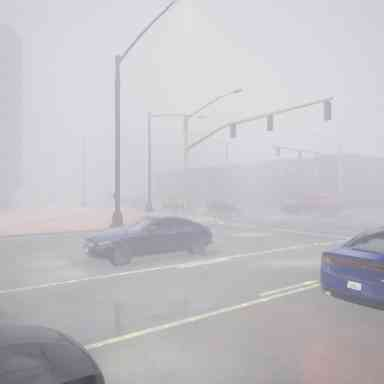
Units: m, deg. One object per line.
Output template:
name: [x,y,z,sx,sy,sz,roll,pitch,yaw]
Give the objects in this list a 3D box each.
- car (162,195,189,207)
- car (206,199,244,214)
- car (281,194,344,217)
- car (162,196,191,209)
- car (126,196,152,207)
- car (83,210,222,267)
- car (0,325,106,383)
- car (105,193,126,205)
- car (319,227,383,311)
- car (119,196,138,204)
car: [-2.652,1.353,51.417,2.097,1.767,4.553,0,0,-35]
car: [3.561,1.491,36.352,2.128,1.511,4.902,0,0,-36]
car: [11.364,1.222,31.569,5.566,2.045,2.150,0,2,34]
car: [-2.035,1.352,44.192,2.097,1.767,4.553,0,0,-35]
car: [-8.021,1.491,52.593,2.128,1.511,4.902,0,0,-35]
car: [-1.359,1.526,11.603,4.674,1.442,1.812,0,0,-35]
car: [-2.881,1.505,1.699,4.892,1.490,1.837,0,0,-35]
car: [-14.033,1.221,61.100,2.150,2.045,5.566,0,0,-37]
car: [4.851,1.478,7.208,5.008,1.535,1.882,0,0,-35]
car: [-12.405,1.526,65.086,1.812,1.442,4.674,0,0,-36]
